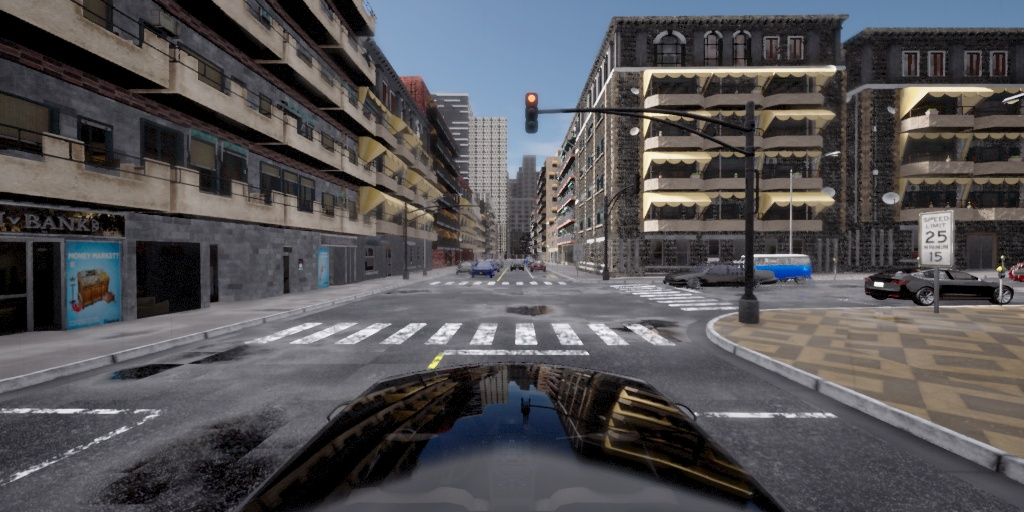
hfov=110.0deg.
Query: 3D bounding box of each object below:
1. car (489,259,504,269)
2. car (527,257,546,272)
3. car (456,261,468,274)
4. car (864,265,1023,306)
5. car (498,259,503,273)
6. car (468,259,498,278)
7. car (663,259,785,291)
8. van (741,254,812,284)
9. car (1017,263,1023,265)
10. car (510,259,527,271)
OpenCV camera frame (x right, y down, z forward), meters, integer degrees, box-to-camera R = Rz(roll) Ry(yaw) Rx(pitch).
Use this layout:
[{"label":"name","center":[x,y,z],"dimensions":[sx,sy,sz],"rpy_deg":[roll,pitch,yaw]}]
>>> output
[{"label":"car","center":[-2.354,1.257,57.164],"dimensions":[2.128,1.511,4.902],"rpy_deg":[0,0,1]},{"label":"car","center":[3.265,1.198,45.496],"dimensions":[1.967,1.591,4.097],"rpy_deg":[0,0,1]},{"label":"car","center":[-5.187,1.305,40.085],"dimensions":[2.007,1.370,4.403],"rpy_deg":[0,0,1]},{"label":"car","center":[15.926,1.077,13.539],"dimensions":[4.313,1.339,1.948],"rpy_deg":[0,0,0]},{"label":"car","center":[-2.532,1.321,44.069],"dimensions":[1.994,1.385,4.181],"rpy_deg":[0,0,2]},{"label":"car","center":[-2.676,1.230,34.113],"dimensions":[1.882,1.535,5.008],"rpy_deg":[0,0,1]},{"label":"car","center":[11.198,1.084,19.485],"dimensions":[5.357,1.411,2.033],"rpy_deg":[-1,0,4]},{"label":"van","center":[15.919,0.782,21.920],"dimensions":[3.998,1.789,1.690],"rpy_deg":[0,0,0]},{"label":"car","center":[30.115,0.591,19.329],"dimensions":[4.553,1.767,2.097],"rpy_deg":[-1,0,0]},{"label":"car","center":[0.742,1.362,50.239],"dimensions":[1.895,1.301,4.718],"rpy_deg":[0,0,1]}]
